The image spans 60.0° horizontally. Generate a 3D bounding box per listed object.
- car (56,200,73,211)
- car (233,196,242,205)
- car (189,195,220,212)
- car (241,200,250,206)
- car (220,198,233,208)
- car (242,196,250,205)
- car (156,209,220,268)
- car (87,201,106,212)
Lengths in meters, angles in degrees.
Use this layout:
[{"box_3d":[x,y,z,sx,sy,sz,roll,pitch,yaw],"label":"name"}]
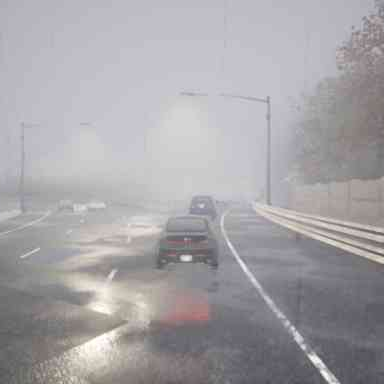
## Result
[{"box_3d":[-16.359,1.706,42.779,2.033,1.411,5.357,0,0,-24],"label":"car"},{"box_3d":[7.769,1.828,62.995,1.895,1.301,4.718,0,-1,14],"label":"car"},{"box_3d":[1.046,1.285,28.842,2.150,2.045,5.566,0,0,7],"label":"car"},{"box_3d":[14.418,2.896,88.768,1.812,1.442,4.674,0,-4,16],"label":"car"},{"box_3d":[4.738,1.626,50.588,1.812,1.442,4.674,0,0,13],"label":"car"},{"box_3d":[11.723,2.043,78.790,2.150,2.045,5.566,0,-3,15],"label":"car"},{"box_3d":[-0.124,1.532,11.342,1.837,1.490,4.892,0,0,1],"label":"car"},{"box_3d":[-12.082,1.742,41.639,1.895,1.301,4.718,0,0,-22],"label":"car"}]
